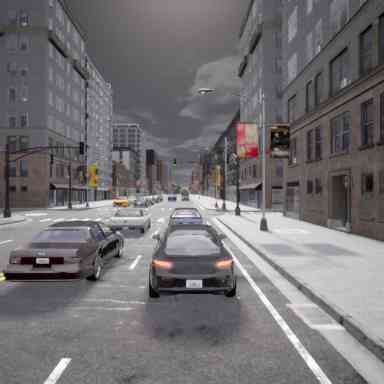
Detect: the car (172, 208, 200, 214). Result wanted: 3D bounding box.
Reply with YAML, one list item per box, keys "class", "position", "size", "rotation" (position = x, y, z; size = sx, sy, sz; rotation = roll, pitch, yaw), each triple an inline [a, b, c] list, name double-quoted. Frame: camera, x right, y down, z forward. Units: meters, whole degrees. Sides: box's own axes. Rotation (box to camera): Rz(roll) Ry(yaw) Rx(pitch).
- class: "car"
  position: [-0.334, 1.552, 18.016]
  size: [2.033, 1.411, 5.357]
  rotation: [0, 0, -1]

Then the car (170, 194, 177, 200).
- class: "car"
  position: [-5.059, 1.395, 90.702]
  size: [1.837, 1.490, 4.892]
  rotation: [0, 0, -1]

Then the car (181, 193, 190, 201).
- class: "car"
  position: [-1.606, 1.618, 80.797]
  size: [1.895, 1.301, 4.718]
  rotation: [0, 0, -1]

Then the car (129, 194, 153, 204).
- class: "car"
  position: [-7.577, 1.512, 50.021]
  size: [2.128, 1.511, 4.902]
  rotation: [0, 0, -1]

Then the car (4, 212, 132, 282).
- class: "car"
  position: [-3.314, 1.549, 9.771]
  size: [2.033, 1.411, 5.357]
  rotation: [0, 0, -1]

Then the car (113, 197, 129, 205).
- class: "car"
  position: [-10.860, 1.499, 51.494]
  size: [1.882, 1.535, 5.008]
  rotation: [0, 0, -1]

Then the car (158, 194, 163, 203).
- class: "car"
  position: [-7.874, 1.551, 69.244]
  size: [2.128, 1.511, 4.902]
  rotation: [0, 0, -1]

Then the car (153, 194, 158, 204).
- class: "car"
  position: [-7.748, 1.515, 59.374]
  size: [2.128, 1.511, 4.902]
  rotation: [0, 0, -1]

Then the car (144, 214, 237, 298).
- class: "car"
  position: [-0.038, 1.527, 8.429]
  size: [1.812, 1.442, 4.674]
  rotation: [0, 0, -2]

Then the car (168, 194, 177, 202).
- class: "car"
  position: [-4.847, 1.500, 80.285]
  size: [1.882, 1.535, 5.008]
  rotation: [0, 0, -1]

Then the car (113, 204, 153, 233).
- class: "car"
  position: [-3.519, 1.606, 19.692]
  size: [1.895, 1.301, 4.718]
  rotation: [0, 0, -1]

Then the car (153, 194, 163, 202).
- class: "car"
  position: [-8.082, 1.368, 79.475]
  size: [2.097, 1.767, 4.553]
  rotation: [0, 0, -1]

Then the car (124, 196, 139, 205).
- class: "car"
  position: [-11.012, 1.550, 60.716]
  size: [1.812, 1.442, 4.674]
  rotation: [0, 0, -1]
